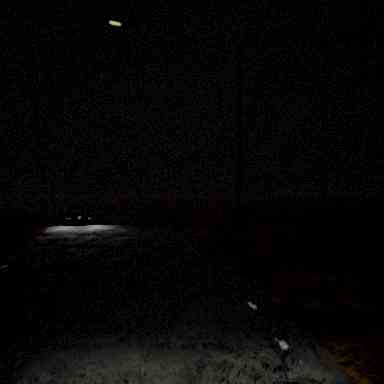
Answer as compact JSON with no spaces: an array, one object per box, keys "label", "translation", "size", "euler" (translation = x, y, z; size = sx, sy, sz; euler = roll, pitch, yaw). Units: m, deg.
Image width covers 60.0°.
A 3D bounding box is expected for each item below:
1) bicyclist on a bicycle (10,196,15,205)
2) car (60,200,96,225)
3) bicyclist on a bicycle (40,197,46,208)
[{"label":"bicyclist on a bicycle","translation":[-29.666,1.471,54.802],"size":[1.843,1.776,0.659],"euler":[0,-2,32]},{"label":"car","translation":[-7.733,1.308,22.411],"size":[1.837,1.490,4.892],"euler":[1,0,-22]},{"label":"bicyclist on a bicycle","translation":[-21.950,1.505,49.053],"size":[1.656,1.620,0.582],"euler":[-1,-2,41]}]
